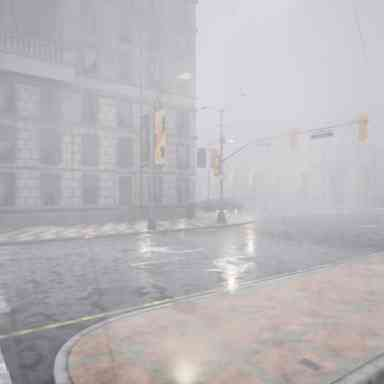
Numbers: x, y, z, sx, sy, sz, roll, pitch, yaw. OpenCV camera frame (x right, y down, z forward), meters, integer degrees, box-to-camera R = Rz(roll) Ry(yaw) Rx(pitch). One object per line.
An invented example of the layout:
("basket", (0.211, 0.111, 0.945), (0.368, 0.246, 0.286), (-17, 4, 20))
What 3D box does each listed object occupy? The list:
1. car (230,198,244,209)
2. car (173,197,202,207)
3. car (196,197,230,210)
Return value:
("car", (4.886, 1.505, 44.682), (1.837, 1.490, 4.892), (0, 0, -36))
("car", (-0.800, 1.547, 52.627), (2.033, 1.411, 5.357), (0, 0, -35))
("car", (2.325, 1.564, 42.249), (1.994, 1.385, 4.181), (0, 0, -36))
